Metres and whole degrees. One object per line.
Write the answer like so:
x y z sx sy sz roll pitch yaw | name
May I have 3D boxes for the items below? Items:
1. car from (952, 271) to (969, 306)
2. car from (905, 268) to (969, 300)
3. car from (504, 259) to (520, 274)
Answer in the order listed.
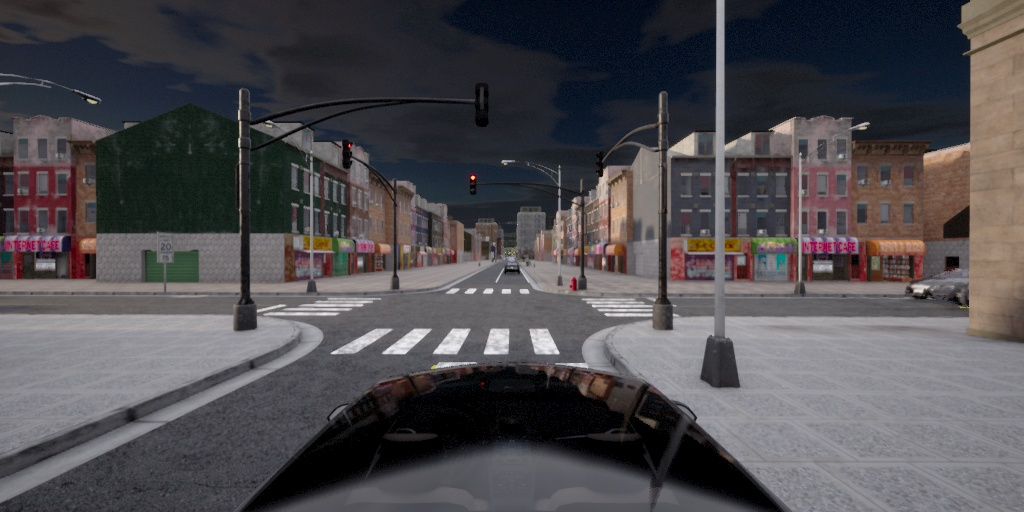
19.251 1.380 12.903 4.181 1.385 1.994 0 0 0 | car
20.436 1.299 15.848 4.902 1.511 2.128 0 0 0 | car
0.011 1.303 40.659 1.948 1.339 4.313 0 0 0 | car
